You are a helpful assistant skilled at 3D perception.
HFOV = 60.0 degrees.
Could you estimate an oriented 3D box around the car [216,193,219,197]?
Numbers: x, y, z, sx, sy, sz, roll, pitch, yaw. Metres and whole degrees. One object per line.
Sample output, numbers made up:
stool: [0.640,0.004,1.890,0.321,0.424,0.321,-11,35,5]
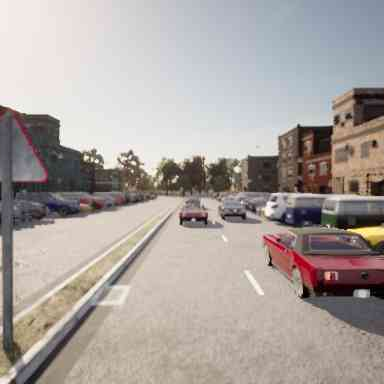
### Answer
car: [7.648,1.272,63.272,5.008,1.535,2.097,0,0,0]

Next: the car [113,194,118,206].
car: [-12.517,1.294,42.810,4.792,1.488,2.163,0,0,0]

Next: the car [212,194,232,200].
car: [7.649,1.286,85.334,5.008,1.535,2.097,0,0,0]

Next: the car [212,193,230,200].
car: [7.613,1.154,88.096,4.553,1.767,2.185,0,0,0]

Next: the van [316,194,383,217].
van: [7.758,1.163,13.645,4.442,1.987,1.878,0,0,0]

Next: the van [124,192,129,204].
van: [-12.423,1.034,51.145,4.442,1.987,1.878,0,0,0]

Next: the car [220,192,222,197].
car: [7.674,1.142,57.758,4.553,1.767,2.185,0,0,0]

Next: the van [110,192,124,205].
van: [-12.659,1.035,48.368,4.442,1.987,1.878,0,0,0]

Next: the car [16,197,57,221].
car: [-12.557,1.318,23.358,4.892,1.521,2.231,0,0,0]

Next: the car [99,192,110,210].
car: [-12.523,1.022,37.250,5.566,2.045,2.435,0,0,0]

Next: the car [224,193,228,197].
car: [7.636,1.270,49.486,4.892,1.521,2.231,0,0,0]

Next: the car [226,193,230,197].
car: [7.636,1.273,46.729,4.892,1.521,2.231,0,0,0]

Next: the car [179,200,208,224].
car: [0.101,1.460,23.173,1.895,1.301,4.718,0,0,0]

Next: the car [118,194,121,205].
car: [-12.542,1.302,45.464,4.674,1.452,2.002,0,0,0]

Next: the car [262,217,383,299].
car: [3.094,1.544,8.274,1.895,1.301,4.718,0,0,0]

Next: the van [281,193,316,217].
van: [7.758,1.133,19.157,4.442,1.987,1.878,0,0,0]

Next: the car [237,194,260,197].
car: [7.827,1.291,35.701,5.366,1.575,1.946,0,0,0]

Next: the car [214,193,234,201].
car: [7.612,1.166,79.820,4.553,1.767,2.185,0,0,0]

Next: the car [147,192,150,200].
car: [-12.516,1.291,73.255,5.008,1.535,2.097,0,0,0]

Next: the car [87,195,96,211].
car: [-12.371,1.285,31.694,5.366,1.575,1.946,0,0,0]

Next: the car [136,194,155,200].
car: [-12.479,1.308,89.939,4.792,1.488,2.163,0,0,0]

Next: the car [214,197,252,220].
car: [3.101,1.392,26.488,2.033,1.411,5.357,0,0,0]

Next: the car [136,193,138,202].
car: [-12.530,1.305,59.419,4.674,1.452,2.002,0,0,0]

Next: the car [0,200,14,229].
car: [-12.536,1.217,17.799,4.553,1.767,2.185,0,0,0]

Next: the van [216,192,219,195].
van: [7.526,1.050,66.030,4.442,1.987,1.878,0,0,0]

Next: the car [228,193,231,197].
car: [7.636,1.277,43.973,4.892,1.521,2.231,0,0,0]

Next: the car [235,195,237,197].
car: [7.639,1.326,38.459,4.674,1.452,2.002,0,0,0]

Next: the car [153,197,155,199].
car: [-12.544,1.172,84.503,4.553,1.767,2.185,0,0,0]

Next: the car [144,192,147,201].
car: [-12.555,1.029,67.823,5.566,2.045,2.435,0,0,0]

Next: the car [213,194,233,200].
car: [7.641,1.329,82.578,4.674,1.452,2.002,0,0,0]

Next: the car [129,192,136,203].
car: [-12.566,1.010,53.926,5.566,2.045,2.435,0,0,0]

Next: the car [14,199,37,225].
car: [-12.563,1.369,20.579,4.674,1.452,2.002,0,0,0]

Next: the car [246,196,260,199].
car: [7.671,1.341,30.187,4.792,1.488,2.163,0,0,0]

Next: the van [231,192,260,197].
van: [7.524,1.055,41.092,4.442,1.987,1.878,0,0,0]

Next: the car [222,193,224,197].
car: [7.636,1.269,52.244,4.892,1.521,2.231,0,0,0]

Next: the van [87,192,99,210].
van: [-12.437,1.055,34.473,4.442,1.987,1.878,0,0,0]

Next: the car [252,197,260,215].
car: [7.644,1.361,27.431,4.674,1.452,2.002,0,0,0]

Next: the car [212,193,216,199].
car: [7.671,1.032,71.545,5.566,2.045,2.435,0,0,0]

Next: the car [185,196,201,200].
car: [0.103,1.307,41.097,1.837,1.490,4.892,0,0,0]

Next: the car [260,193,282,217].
car: [7.669,1.094,21.916,5.566,2.045,2.435,0,0,0]

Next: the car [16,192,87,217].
car: [-12.530,1.045,28.915,5.566,2.045,2.435,0,0,0]

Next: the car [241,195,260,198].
car: [7.635,1.303,32.945,4.892,1.521,2.231,0,0,0]

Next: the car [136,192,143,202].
car: [-12.502,1.018,62.138,5.566,2.045,2.435,0,0,0]

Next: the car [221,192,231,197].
car: [7.611,1.141,55.000,4.553,1.767,2.185,0,0,0]

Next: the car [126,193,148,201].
car: [-12.550,1.172,76.159,4.553,1.767,2.185,0,0,0]

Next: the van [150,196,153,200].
van: [-12.398,1.078,81.595,4.442,1.987,1.878,0,0,0]

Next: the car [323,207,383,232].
car: [7.456,1.403,10.887,5.366,1.575,1.946,0,0,0]

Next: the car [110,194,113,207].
car: [-12.543,1.270,40.031,4.892,1.521,2.231,0,0,0]
